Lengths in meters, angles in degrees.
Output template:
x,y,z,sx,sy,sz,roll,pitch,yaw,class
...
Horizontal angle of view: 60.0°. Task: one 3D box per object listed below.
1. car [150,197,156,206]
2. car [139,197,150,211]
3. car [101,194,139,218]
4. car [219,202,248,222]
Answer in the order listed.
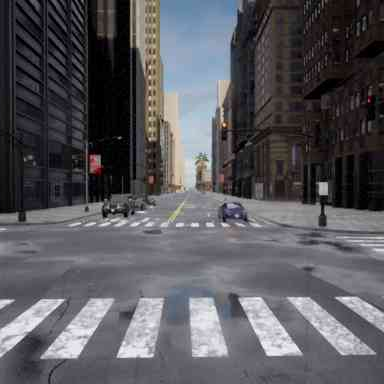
x,y,z,sx,sy,sz,roll,pitch,yaw,class
-6.663,1.493,51.438,1.994,1.385,4.181,0,0,0,car
-6.643,1.454,40.510,1.837,1.490,4.892,0,0,0,car
-6.638,1.189,30.636,2.150,2.045,5.566,0,0,0,car
3.144,1.501,25.700,1.812,1.442,4.674,0,0,-1,car
